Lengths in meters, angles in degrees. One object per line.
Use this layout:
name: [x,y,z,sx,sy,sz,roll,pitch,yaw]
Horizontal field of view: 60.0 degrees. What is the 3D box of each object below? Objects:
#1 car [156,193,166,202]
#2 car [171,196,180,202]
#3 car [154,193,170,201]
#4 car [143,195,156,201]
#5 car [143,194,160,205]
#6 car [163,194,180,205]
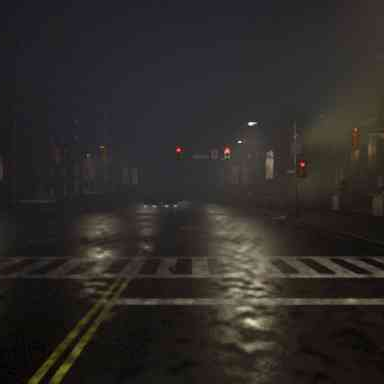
car: [-7.090,1.514,71.934,2.033,1.411,5.357,0,0,0]
car: [-3.626,1.526,72.870,1.994,1.385,4.181,0,0,-3]
car: [-8.000,1.190,88.275,2.150,2.045,5.566,0,0,-29]
car: [-11.185,1.549,86.792,1.895,1.301,4.718,0,0,-29]
car: [-7.061,1.505,57.025,1.812,1.442,4.674,0,0,0]
car: [-3.561,1.505,58.110,1.812,1.442,4.674,0,0,0]
